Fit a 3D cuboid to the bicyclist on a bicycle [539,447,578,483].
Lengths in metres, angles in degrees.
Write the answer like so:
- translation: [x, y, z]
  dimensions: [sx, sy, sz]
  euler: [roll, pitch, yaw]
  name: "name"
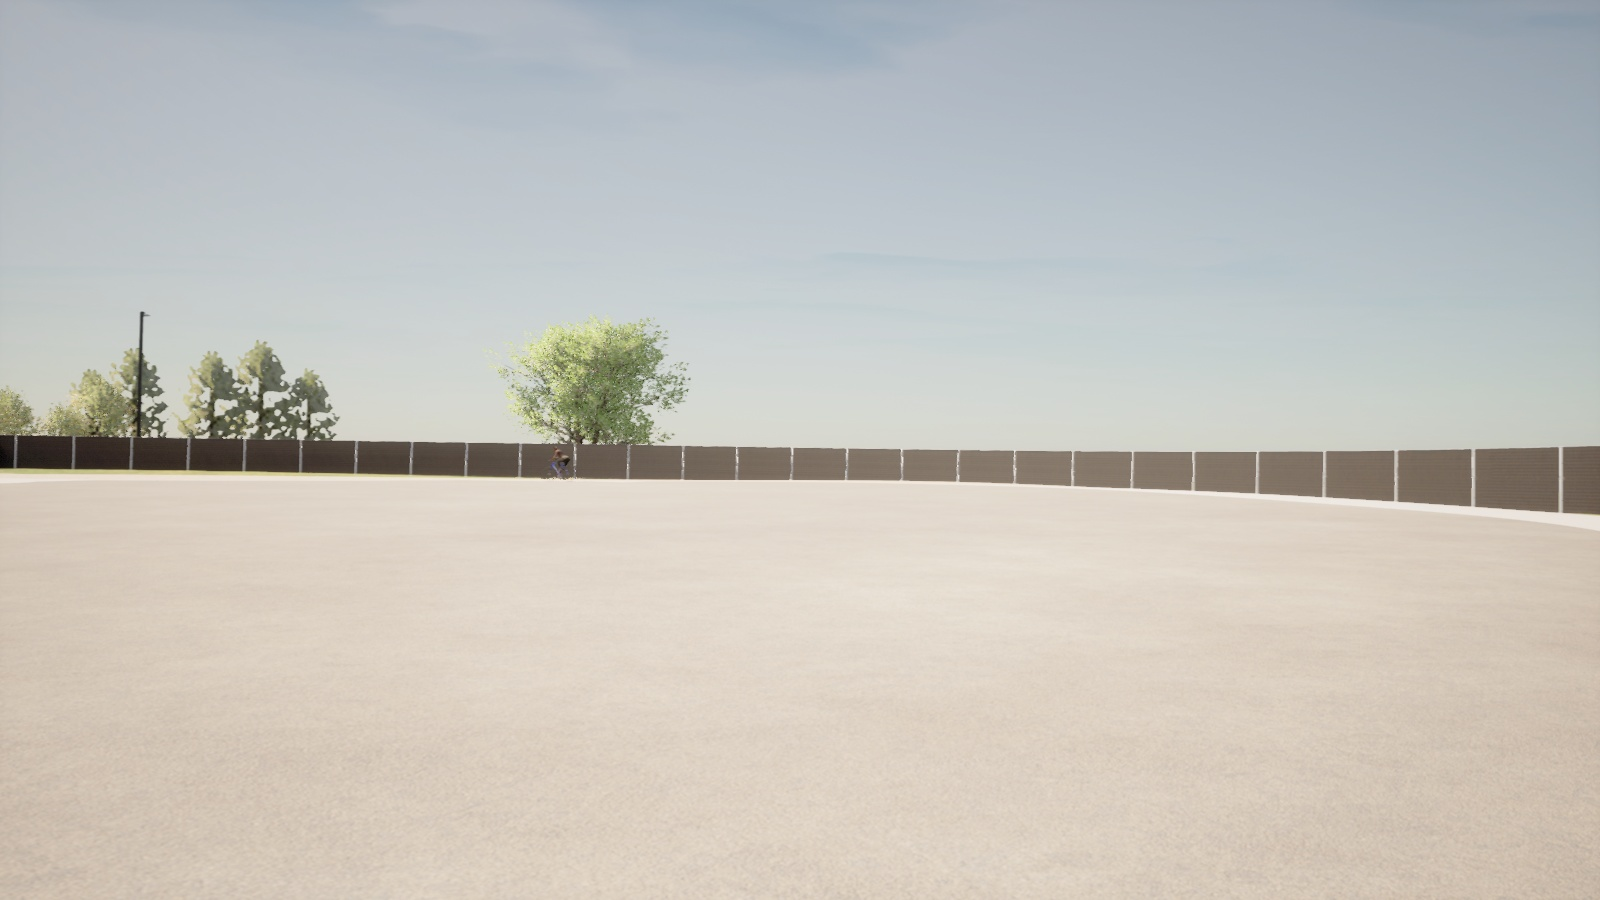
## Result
- translation: [-11.048, 0.689, 57.392]
  dimensions: [1.656, 1.620, 0.582]
  euler: [0, -1, 17]
  name: "bicyclist on a bicycle"
